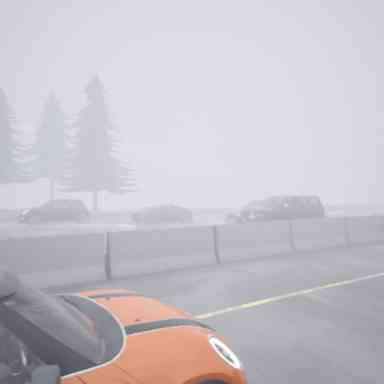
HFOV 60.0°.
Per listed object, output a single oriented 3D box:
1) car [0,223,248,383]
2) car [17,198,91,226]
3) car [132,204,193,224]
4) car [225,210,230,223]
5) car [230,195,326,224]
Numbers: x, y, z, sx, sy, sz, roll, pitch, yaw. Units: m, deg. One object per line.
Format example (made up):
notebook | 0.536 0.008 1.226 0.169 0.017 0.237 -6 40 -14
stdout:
car | -1.711 1.341 2.345 4.553 1.767 2.097 0 0 -35
car | -9.342 1.269 22.681 4.553 1.767 2.097 0 0 -32
car | -2.023 1.507 23.074 4.181 1.385 1.994 0 0 -30
car | 4.510 1.320 22.738 4.553 1.767 2.097 0 0 -28
car | 5.238 1.200 19.198 5.566 2.045 2.150 0 0 -29
